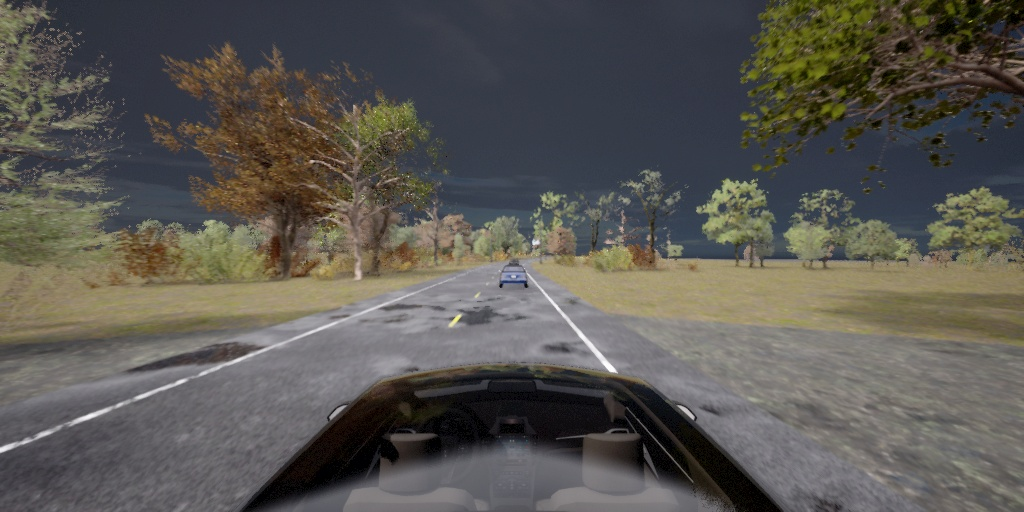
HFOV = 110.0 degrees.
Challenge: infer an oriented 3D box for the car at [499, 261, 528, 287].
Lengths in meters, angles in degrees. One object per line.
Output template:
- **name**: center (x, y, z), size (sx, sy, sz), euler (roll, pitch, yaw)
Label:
- **car**: center (0.098, 1.294, 24.239), size (2.033, 1.411, 5.357), euler (0, 0, 0)
